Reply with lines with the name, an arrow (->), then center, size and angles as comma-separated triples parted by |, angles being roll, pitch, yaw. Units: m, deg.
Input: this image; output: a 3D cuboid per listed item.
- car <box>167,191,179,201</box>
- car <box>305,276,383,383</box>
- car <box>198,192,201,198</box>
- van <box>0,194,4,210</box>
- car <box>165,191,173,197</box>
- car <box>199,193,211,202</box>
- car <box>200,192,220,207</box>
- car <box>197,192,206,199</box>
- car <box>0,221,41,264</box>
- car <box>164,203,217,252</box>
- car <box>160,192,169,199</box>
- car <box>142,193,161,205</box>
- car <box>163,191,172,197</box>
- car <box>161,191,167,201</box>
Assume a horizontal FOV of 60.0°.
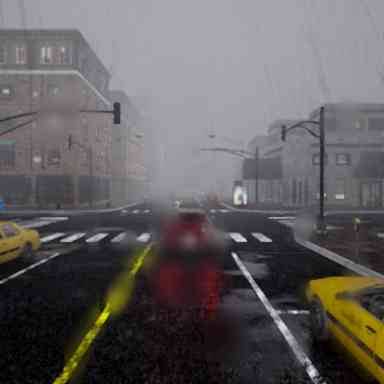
car -> -3.464, 0.702, 59.749 | 2.097, 1.767, 4.553 | 0, 1, 0
car -> 2.660, 1.483, 3.545 | 1.752, 1.417, 4.829 | 0, 1, 0
car -> 2.311, 1.002, 52.934 | 1.802, 1.307, 4.206 | 0, 1, 0
van -> -17.961, 0.966, 27.828 | 3.998, 1.788, 1.690 | 0, 1, -1
car -> -6.350, 0.554, 92.565 | 1.752, 1.417, 4.829 | -1, 1, 0
car -> 2.271, 0.912, 58.630 | 2.008, 1.369, 4.403 | 0, 1, 0
car -> 2.391, 0.978, 41.539 | 1.967, 1.590, 4.097 | 0, 1, 0
car -> 2.150, 0.741, 75.719 | 2.008, 1.369, 4.403 | -1, 1, 0
car -> -5.759, 1.423, 8.847 | 1.752, 1.417, 4.829 | 0, 1, 0
car -> -0.055, 1.376, 13.043 | 1.812, 1.442, 4.674 | 0, 1, 0
car -> -6.229, 0.718, 75.477 | 1.752, 1.417, 4.829 | 0, 1, 0
car -> -6.029, 1.030, 47.166 | 2.008, 1.369, 4.403 | 0, 1, 0
car -> -6.312, 0.521, 87.037 | 1.967, 1.590, 4.097 | -1, 1, 0
car -> -6.109, 0.913, 58.558 | 2.008, 1.369, 4.403 | 0, 1, 0
